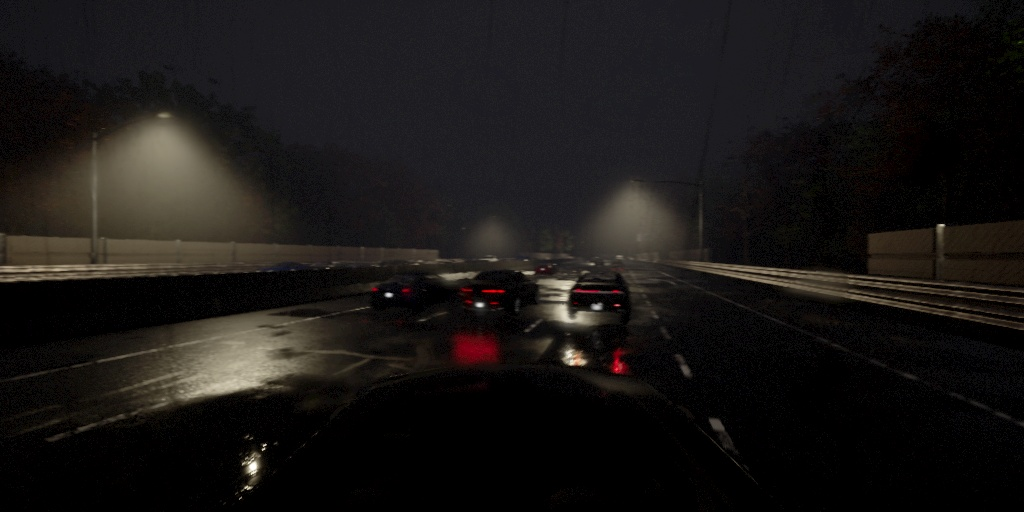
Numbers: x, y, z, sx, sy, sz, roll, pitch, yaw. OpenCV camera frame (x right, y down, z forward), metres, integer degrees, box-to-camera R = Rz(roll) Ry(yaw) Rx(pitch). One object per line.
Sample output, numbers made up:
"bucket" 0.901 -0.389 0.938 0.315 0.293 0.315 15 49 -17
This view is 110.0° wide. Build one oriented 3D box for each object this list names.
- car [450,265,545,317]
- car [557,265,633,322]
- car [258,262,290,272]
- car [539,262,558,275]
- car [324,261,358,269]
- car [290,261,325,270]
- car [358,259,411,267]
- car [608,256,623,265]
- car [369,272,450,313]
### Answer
"car" -0.277 1.256 13.389 1.837 1.490 4.892 0 0 17
"car" 3.115 1.245 12.515 2.128 1.511 4.902 0 0 17
"car" -20.238 1.251 32.155 1.812 1.442 4.674 0 0 17
"car" 3.716 1.318 38.430 1.994 1.385 4.181 0 0 17
"car" -13.376 1.298 30.669 1.994 1.385 4.181 0 0 17
"car" -16.633 1.223 31.980 2.128 1.511 4.902 0 0 17
"car" -10.029 1.088 29.651 2.097 1.767 4.553 0 0 17
"car" 17.565 1.262 59.812 2.128 1.511 4.902 0 0 17
"car" -3.666 1.309 14.274 1.994 1.385 4.181 0 0 17
